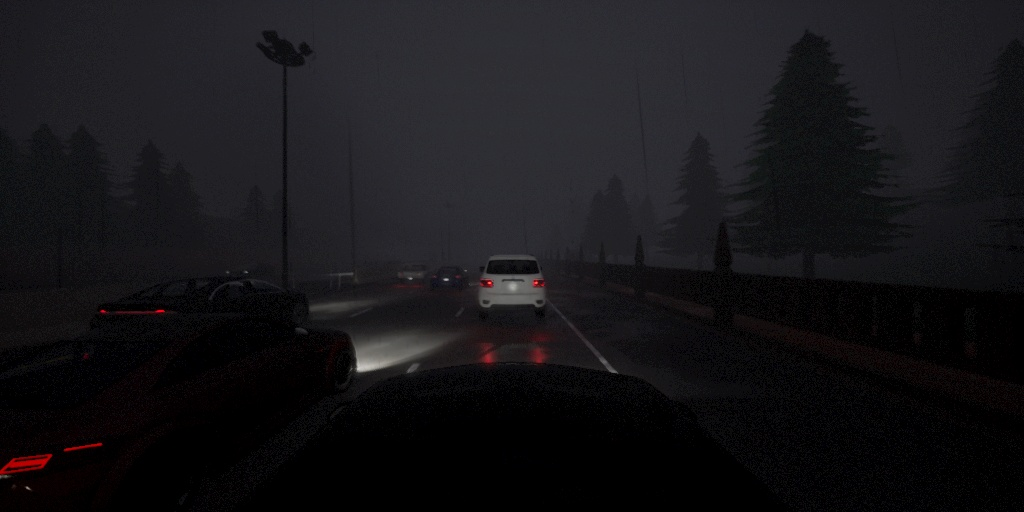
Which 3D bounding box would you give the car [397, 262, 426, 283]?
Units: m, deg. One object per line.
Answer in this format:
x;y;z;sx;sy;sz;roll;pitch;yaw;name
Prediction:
-7.456;1.352;28.330;1.895;1.301;4.718;0;0;-1;car

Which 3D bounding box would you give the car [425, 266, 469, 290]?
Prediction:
-3.801;1.315;22.346;1.994;1.385;4.181;0;0;-2;car

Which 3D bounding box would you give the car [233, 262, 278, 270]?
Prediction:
-21.706;1.276;30.258;1.812;1.442;4.674;0;0;-1;car

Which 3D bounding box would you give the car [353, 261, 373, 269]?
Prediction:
-18.561;1.352;46.011;1.895;1.301;4.718;0;0;-1;car

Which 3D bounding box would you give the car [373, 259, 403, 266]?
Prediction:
-15.037;1.299;44.739;2.033;1.411;5.357;0;0;-1;car

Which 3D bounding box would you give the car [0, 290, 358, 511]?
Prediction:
-3.412;1.314;3.964;1.994;1.385;4.181;0;0;0;car

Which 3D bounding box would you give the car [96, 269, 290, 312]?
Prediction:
-6.960;1.242;8.774;2.128;1.511;4.902;0;0;-1;car

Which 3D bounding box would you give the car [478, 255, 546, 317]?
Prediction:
-0.039;0.972;13.274;2.150;2.045;5.566;0;0;-1;car
